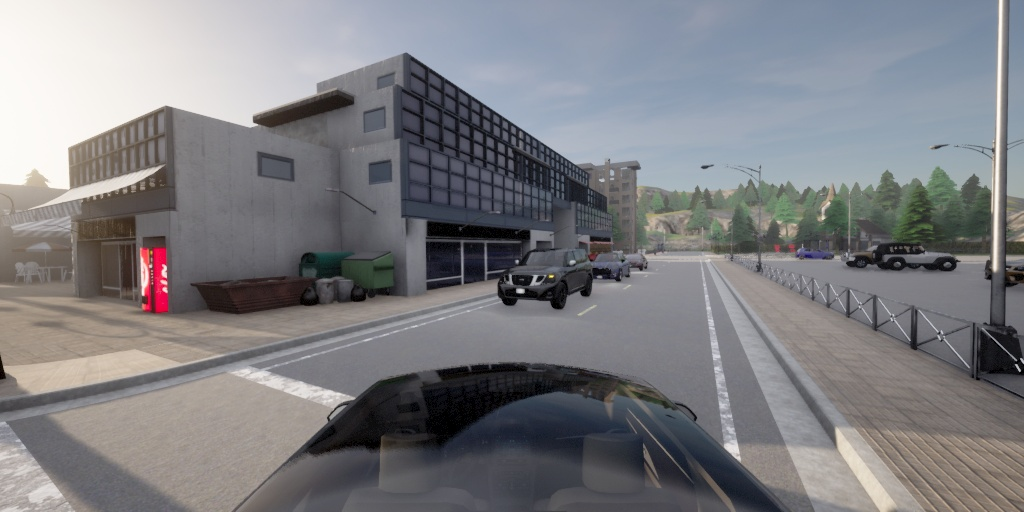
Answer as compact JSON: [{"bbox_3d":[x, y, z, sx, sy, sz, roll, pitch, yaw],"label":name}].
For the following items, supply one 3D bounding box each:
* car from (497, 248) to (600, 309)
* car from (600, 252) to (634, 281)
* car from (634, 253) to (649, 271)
[{"bbox_3d":[1.542,0.700,13.921,2.150,2.045,5.566,0,1,27],"label":"car"},{"bbox_3d":[6.086,0.573,22.646,2.097,1.767,4.553,0,1,28],"label":"car"},{"bbox_3d":[10.817,0.481,31.718,1.812,1.442,4.674,0,1,28],"label":"car"}]
